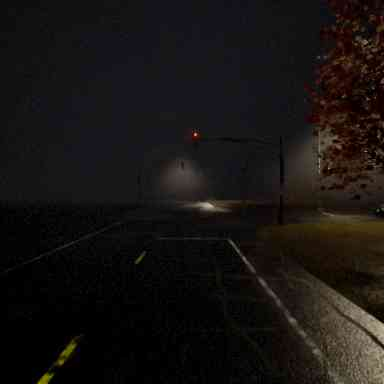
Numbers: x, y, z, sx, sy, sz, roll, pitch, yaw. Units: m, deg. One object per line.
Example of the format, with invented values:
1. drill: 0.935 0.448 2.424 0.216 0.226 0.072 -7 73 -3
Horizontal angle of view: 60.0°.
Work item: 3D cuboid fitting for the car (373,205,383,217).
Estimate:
1. car: 18.329 1.609 29.238 4.181 1.385 1.994 0 1 0
